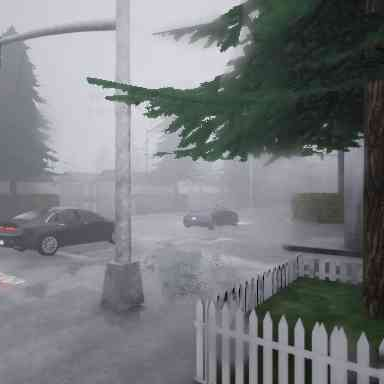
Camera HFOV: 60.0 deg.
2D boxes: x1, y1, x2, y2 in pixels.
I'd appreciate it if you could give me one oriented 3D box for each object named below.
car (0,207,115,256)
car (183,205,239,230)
[{"bbox_3d":[-4.508,1.313,12.325,1.837,1.490,4.892,0,0,35],"label":"car"},{"bbox_3d":[1.263,1.468,20.668,1.994,1.385,4.181,1,1,35],"label":"car"}]
